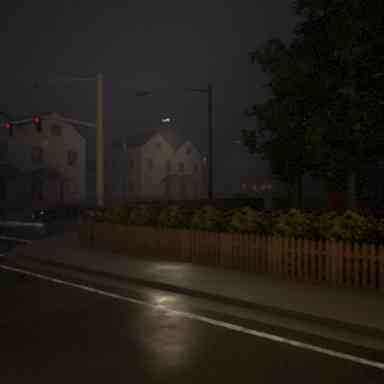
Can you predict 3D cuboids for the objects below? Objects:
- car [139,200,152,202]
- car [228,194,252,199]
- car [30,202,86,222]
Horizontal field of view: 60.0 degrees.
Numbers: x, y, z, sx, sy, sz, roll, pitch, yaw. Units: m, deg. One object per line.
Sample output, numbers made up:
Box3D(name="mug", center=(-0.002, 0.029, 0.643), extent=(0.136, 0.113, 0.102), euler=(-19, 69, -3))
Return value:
Box3D(name="car", center=(-5.199, 1.590, 35.620), extent=(1.812, 1.442, 4.674), euler=(0, 0, 35))
Box3D(name="car", center=(7.051, 1.276, 46.813), extent=(2.150, 2.045, 5.566), euler=(0, 0, 35))
Box3D(name="car", center=(-10.890, 1.590, 27.413), extent=(1.812, 1.442, 4.674), euler=(0, 0, 35))
